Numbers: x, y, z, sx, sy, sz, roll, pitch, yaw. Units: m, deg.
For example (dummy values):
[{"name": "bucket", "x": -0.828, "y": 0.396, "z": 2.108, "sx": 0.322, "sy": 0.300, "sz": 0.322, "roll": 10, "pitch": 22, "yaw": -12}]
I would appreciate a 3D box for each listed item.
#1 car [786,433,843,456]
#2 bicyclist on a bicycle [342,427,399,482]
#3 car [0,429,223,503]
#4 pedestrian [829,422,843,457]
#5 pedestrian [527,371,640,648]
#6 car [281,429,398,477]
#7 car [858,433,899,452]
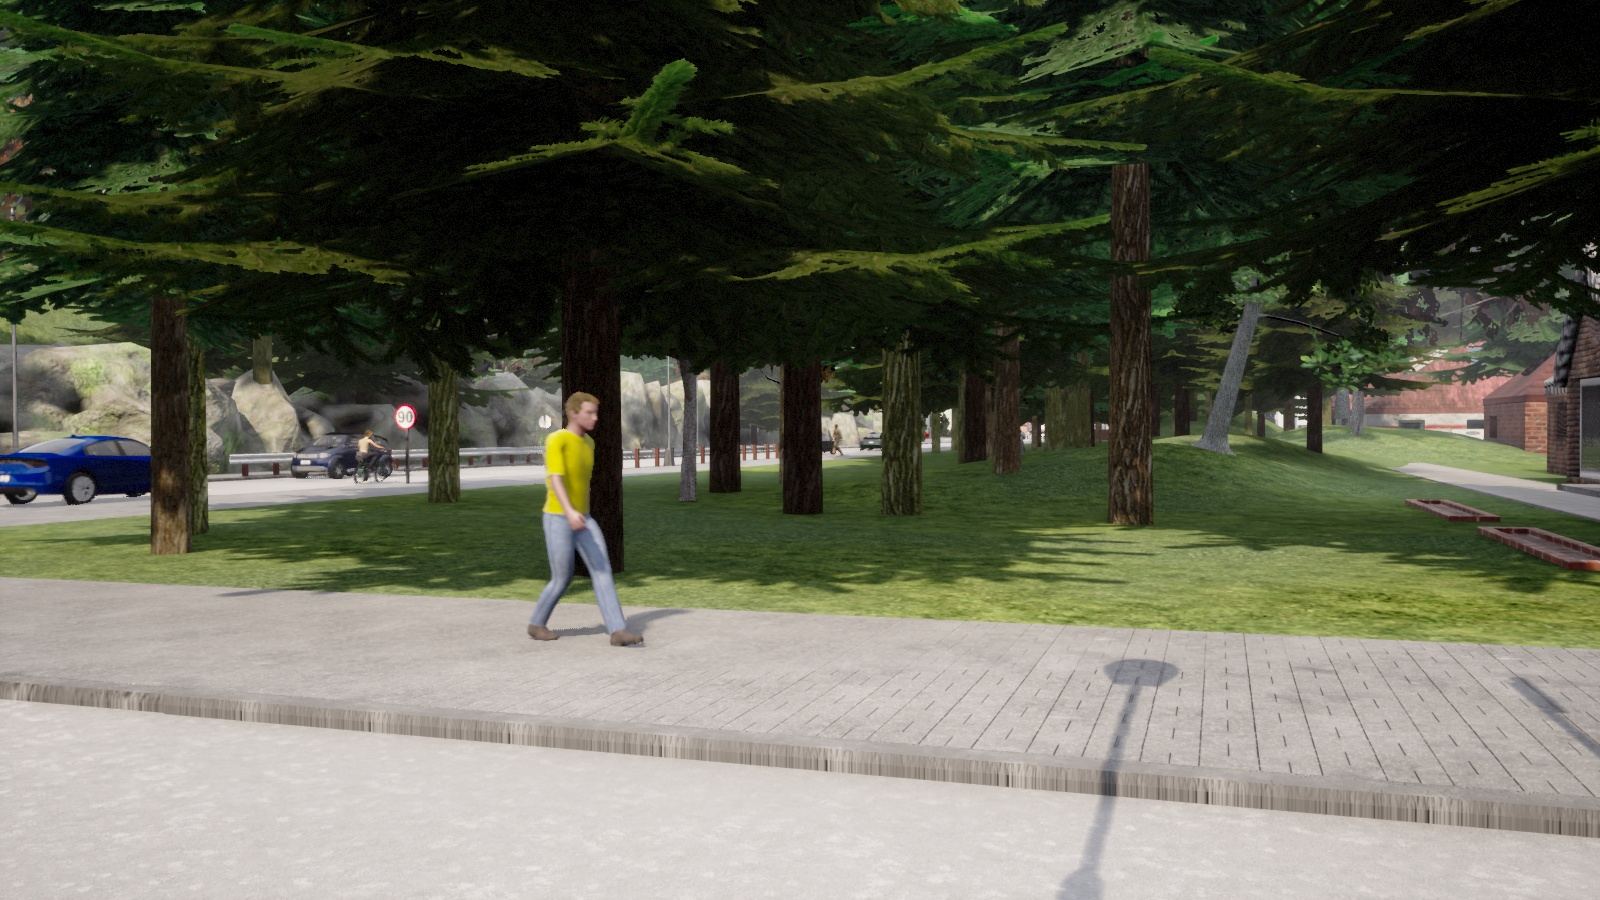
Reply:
[{"name": "car", "x": 0.963, "y": -0.390, "z": 79.188, "sx": 2.033, "sy": 1.411, "sz": 5.357, "roll": 1, "pitch": 1, "yaw": 19}, {"name": "bicyclist on a bicycle", "x": -12.849, "y": 0.113, "z": 37.607, "sx": 0.866, "sy": 1.612, "sz": 1.509, "roll": 1, "pitch": 1, "yaw": 18}, {"name": "car", "x": -15.817, "y": 0.286, "z": 28.647, "sx": 1.882, "sy": 1.535, "sz": 5.008, "roll": 1, "pitch": 1, "yaw": 19}, {"name": "pedestrian", "x": 2.017, "y": -0.575, "z": 69.885, "sx": 0.692, "sy": 1.930, "sz": 0.396, "roll": 0, "pitch": 1, "yaw": -38}, {"name": "pedestrian", "x": -1.494, "y": 0.392, "z": 8.658, "sx": 0.706, "sy": 1.836, "sz": 0.354, "roll": 1, "pitch": 1, "yaw": 32}, {"name": "car", "x": -15.473, "y": 0.067, "z": 42.419, "sx": 1.789, "sy": 1.549, "sz": 3.705, "roll": 1, "pitch": 1, "yaw": 18}, {"name": "car", "x": 5.901, "y": -0.591, "z": 93.934, "sx": 1.994, "sy": 1.385, "sz": 4.181, "roll": 1, "pitch": 1, "yaw": 19}]
